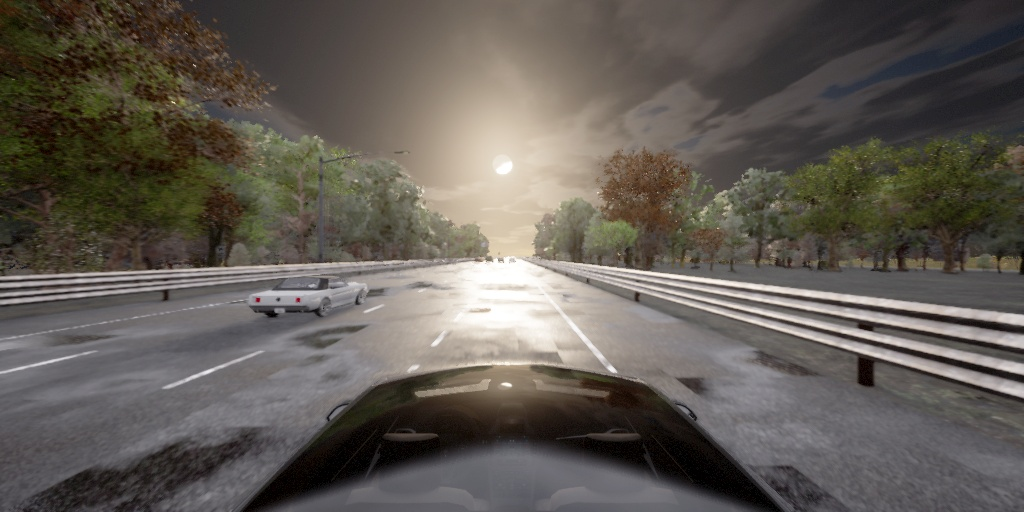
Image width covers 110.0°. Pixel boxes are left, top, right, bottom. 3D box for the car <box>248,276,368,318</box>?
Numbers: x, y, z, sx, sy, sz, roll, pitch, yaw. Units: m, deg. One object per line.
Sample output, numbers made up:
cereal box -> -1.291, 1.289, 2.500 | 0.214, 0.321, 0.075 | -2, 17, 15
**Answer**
car -> -6.997, 1.360, 13.035 | 1.895, 1.301, 4.718 | 0, 0, 0
